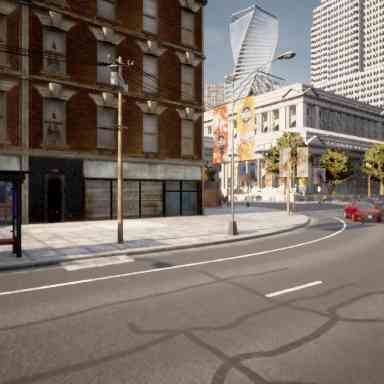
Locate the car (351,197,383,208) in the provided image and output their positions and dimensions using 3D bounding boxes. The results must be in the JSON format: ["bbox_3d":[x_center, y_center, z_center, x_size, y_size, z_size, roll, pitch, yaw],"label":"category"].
[{"bbox_3d":[26.433,1.520,50.039,2.002,1.452,4.674,0,0,-16],"label":"car"}]

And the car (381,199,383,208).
[{"bbox_3d":[27.744,1.595,44.460,1.895,1.301,4.718,0,0,-6],"label":"car"}]

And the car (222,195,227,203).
[{"bbox_3d":[4.978,1.275,69.177,2.150,2.045,5.566,0,0,-35],"label":"car"}]

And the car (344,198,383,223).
[{"bbox_3d":[13.189,1.477,25.865,1.882,1.535,5.008,0,0,15],"label":"car"}]
